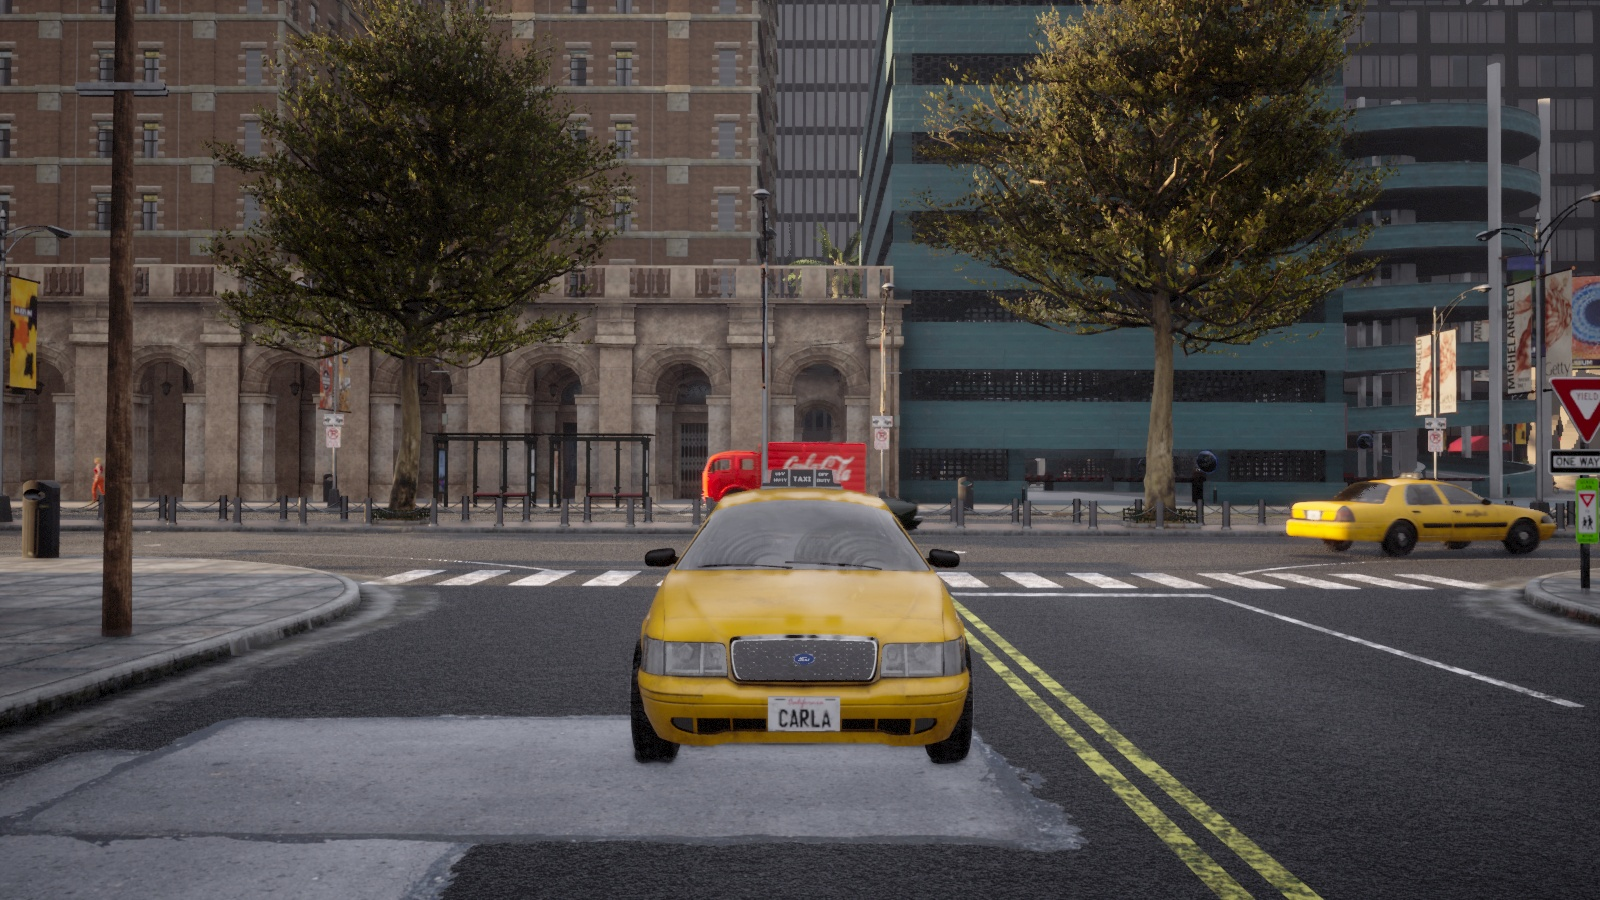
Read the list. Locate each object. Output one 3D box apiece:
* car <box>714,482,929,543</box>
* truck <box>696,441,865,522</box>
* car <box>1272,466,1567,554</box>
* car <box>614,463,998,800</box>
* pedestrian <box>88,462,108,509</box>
[{"bbox_3d":[0.485,1.391,28.534,4.718,1.301,1.895,0,-1,1],"label":"car"},{"bbox_3d":[-0.584,1.001,40.058,5.204,2.467,2.627,0,-1,1],"label":"truck"},{"bbox_3d":[12.085,1.116,24.504,5.366,1.575,1.801,0,-1,-17],"label":"car"},{"bbox_3d":[0.017,0.898,8.599,1.801,1.575,5.366,0,-1,0],"label":"car"},{"bbox_3d":[-27.773,1.415,49.688,0.594,1.836,0.345,0,-1,1],"label":"pedestrian"}]
